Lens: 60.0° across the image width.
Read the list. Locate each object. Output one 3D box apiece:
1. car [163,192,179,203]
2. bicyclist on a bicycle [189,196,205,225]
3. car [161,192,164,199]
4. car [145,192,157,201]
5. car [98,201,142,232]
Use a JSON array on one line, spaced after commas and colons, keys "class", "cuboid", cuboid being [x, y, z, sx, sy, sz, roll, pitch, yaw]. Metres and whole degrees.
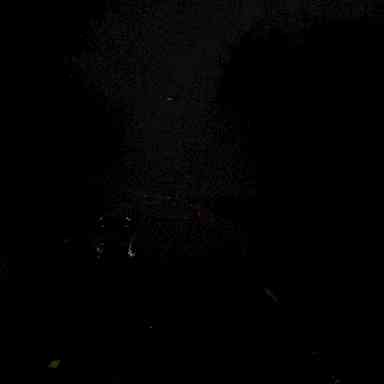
[{"class": "car", "cuboid": [-3.201, 1.003, 55.243, 2.033, 1.411, 5.357, 0, 1, -7]}, {"class": "bicyclist on a bicycle", "cuboid": [0.413, 1.265, 21.234, 0.866, 1.612, 1.509, 0, 0, -2]}, {"class": "car", "cuboid": [-5.752, 0.721, 73.509, 2.033, 1.411, 5.357, 0, 1, -9]}, {"class": "car", "cuboid": [-7.564, 0.719, 60.992, 2.097, 1.767, 4.553, 0, 1, -7]}, {"class": "car", "cuboid": [-4.062, 1.322, 19.299, 1.882, 1.535, 5.008, 0, 1, -2]}]
